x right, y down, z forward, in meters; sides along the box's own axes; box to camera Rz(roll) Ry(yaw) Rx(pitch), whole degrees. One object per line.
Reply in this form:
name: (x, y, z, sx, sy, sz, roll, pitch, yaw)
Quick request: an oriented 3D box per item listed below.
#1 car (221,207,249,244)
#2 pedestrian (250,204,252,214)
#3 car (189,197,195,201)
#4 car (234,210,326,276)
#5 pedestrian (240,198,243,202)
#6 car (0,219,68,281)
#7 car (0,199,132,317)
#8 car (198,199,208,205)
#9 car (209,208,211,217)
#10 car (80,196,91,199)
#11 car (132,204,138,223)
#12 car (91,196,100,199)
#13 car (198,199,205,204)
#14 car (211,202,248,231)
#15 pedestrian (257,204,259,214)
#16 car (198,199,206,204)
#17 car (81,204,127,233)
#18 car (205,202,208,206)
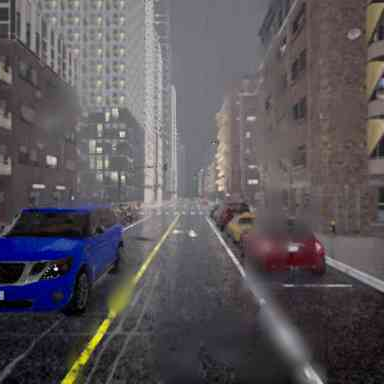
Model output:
car: (2.689, 1.703, 16.640, 1.752, 1.417, 4.829, 0, -1, 0)
pedestrian: (7.129, 2.016, 40.375, 0.375, 1.300, 0.375, 0, -1, 0)
car: (-0.012, 2.365, 92.723, 1.812, 1.442, 4.674, 0, -1, 0)
car: (2.690, 1.555, 10.788, 1.967, 1.590, 4.097, 0, -1, 0)
pedestrian: (6.129, 1.589, 41.580, 0.375, 1.860, 0.375, 0, -1, 0)
car: (-5.691, 1.698, 10.784, 1.802, 1.307, 4.206, 0, -1, 0)
car: (-3.100, 1.308, 8.000, 2.150, 2.045, 5.566, 0, -1, 0)
car: (2.731, 2.410, 75.537, 1.802, 1.307, 4.206, 0, -1, 0)
car: (2.687, 1.826, 28.004, 1.752, 1.417, 4.829, 0, -1, 0)
car: (-17.566, 1.520, 47.203, 5.009, 1.841, 2.192, 1, -2, 0)
car: (-5.693, 1.740, 27.832, 1.967, 1.590, 4.097, 0, -1, 0)
car: (-17.701, 1.630, 55.580, 5.009, 1.841, 2.192, 1, -2, 0)
car: (2.679, 2.593, 94.101, 2.008, 1.369, 4.403, 0, -1, 0)
car: (2.689, 1.552, 22.154, 2.192, 1.841, 5.009, 0, -1, 0)
pedestrian: (8.129, 1.758, 40.978, 0.375, 1.860, 0.375, 0, -1, 0)
car: (2.678, 2.527, 88.453, 2.008, 1.369, 4.403, 0, -1, 0)
car: (-5.692, 1.678, 22.150, 1.967, 1.590, 4.097, 0, -1, 0)
car: (2.686, 1.926, 33.516, 1.947, 1.339, 4.313, 0, -1, 0)
